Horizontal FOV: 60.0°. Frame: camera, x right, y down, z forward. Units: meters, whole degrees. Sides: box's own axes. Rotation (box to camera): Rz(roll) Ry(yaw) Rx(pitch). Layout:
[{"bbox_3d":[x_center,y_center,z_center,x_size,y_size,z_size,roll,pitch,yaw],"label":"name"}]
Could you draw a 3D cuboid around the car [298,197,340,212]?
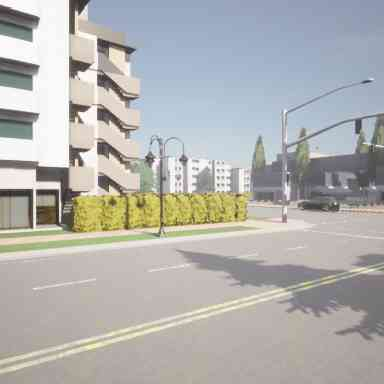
[{"bbox_3d":[14.591,1.352,38.520,2.097,1.767,4.553,0,0,-38],"label":"car"}]
